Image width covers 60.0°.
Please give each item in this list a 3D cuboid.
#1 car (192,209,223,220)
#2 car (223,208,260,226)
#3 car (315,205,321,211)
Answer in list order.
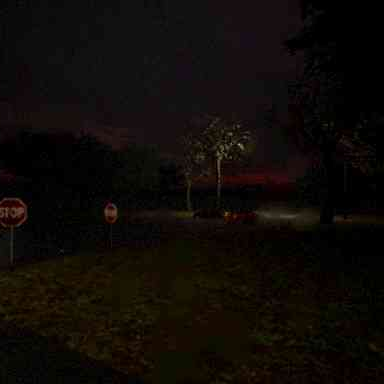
[{"bbox_3d":[2.234,2.868,43.174,2.033,1.411,5.357,1,-1,36],"label":"car"},{"bbox_3d":[5.677,2.634,35.971,2.097,1.767,4.553,1,-1,36],"label":"car"},{"bbox_3d":[33.998,4.144,87.336,2.097,1.767,4.553,1,-1,36],"label":"car"}]
